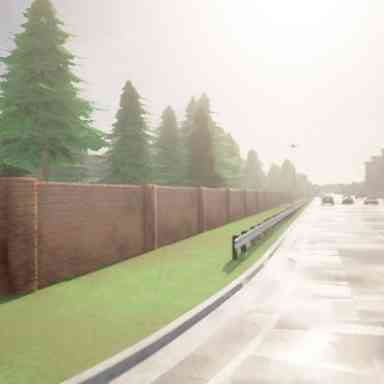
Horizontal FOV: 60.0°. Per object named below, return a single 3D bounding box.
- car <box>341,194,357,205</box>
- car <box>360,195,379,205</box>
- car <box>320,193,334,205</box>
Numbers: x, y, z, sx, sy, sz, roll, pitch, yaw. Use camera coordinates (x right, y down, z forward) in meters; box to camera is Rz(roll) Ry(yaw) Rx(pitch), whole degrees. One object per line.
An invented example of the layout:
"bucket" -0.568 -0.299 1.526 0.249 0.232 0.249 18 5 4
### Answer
"car" 28.670 1.584 61.163 1.812 1.442 4.674 -1 0 21
"car" 31.402 1.608 58.508 1.895 1.301 4.718 -1 0 21
"car" 24.472 1.454 59.994 2.097 1.767 4.553 -1 0 21
